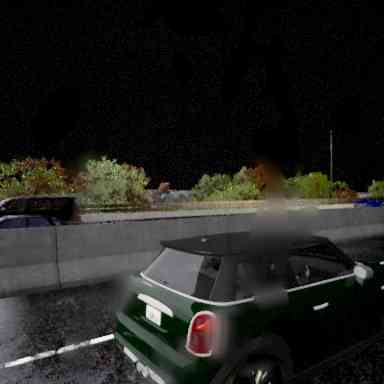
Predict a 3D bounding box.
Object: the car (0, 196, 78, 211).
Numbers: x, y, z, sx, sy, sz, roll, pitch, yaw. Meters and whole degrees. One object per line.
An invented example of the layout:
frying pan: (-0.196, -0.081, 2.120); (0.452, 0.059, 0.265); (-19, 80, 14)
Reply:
car: (-7.989, 1.214, 15.515); (5.566, 2.045, 2.150); (0, 0, -36)

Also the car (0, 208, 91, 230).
car: (-6.392, 1.542, 12.350); (5.357, 1.411, 2.033); (0, 0, -36)

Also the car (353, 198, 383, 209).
car: (21.891, 1.446, 41.101); (4.674, 1.442, 1.812); (0, 0, -35)

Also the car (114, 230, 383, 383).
car: (1.300, 1.342, 4.848); (4.553, 1.767, 2.097); (0, 0, -36)
